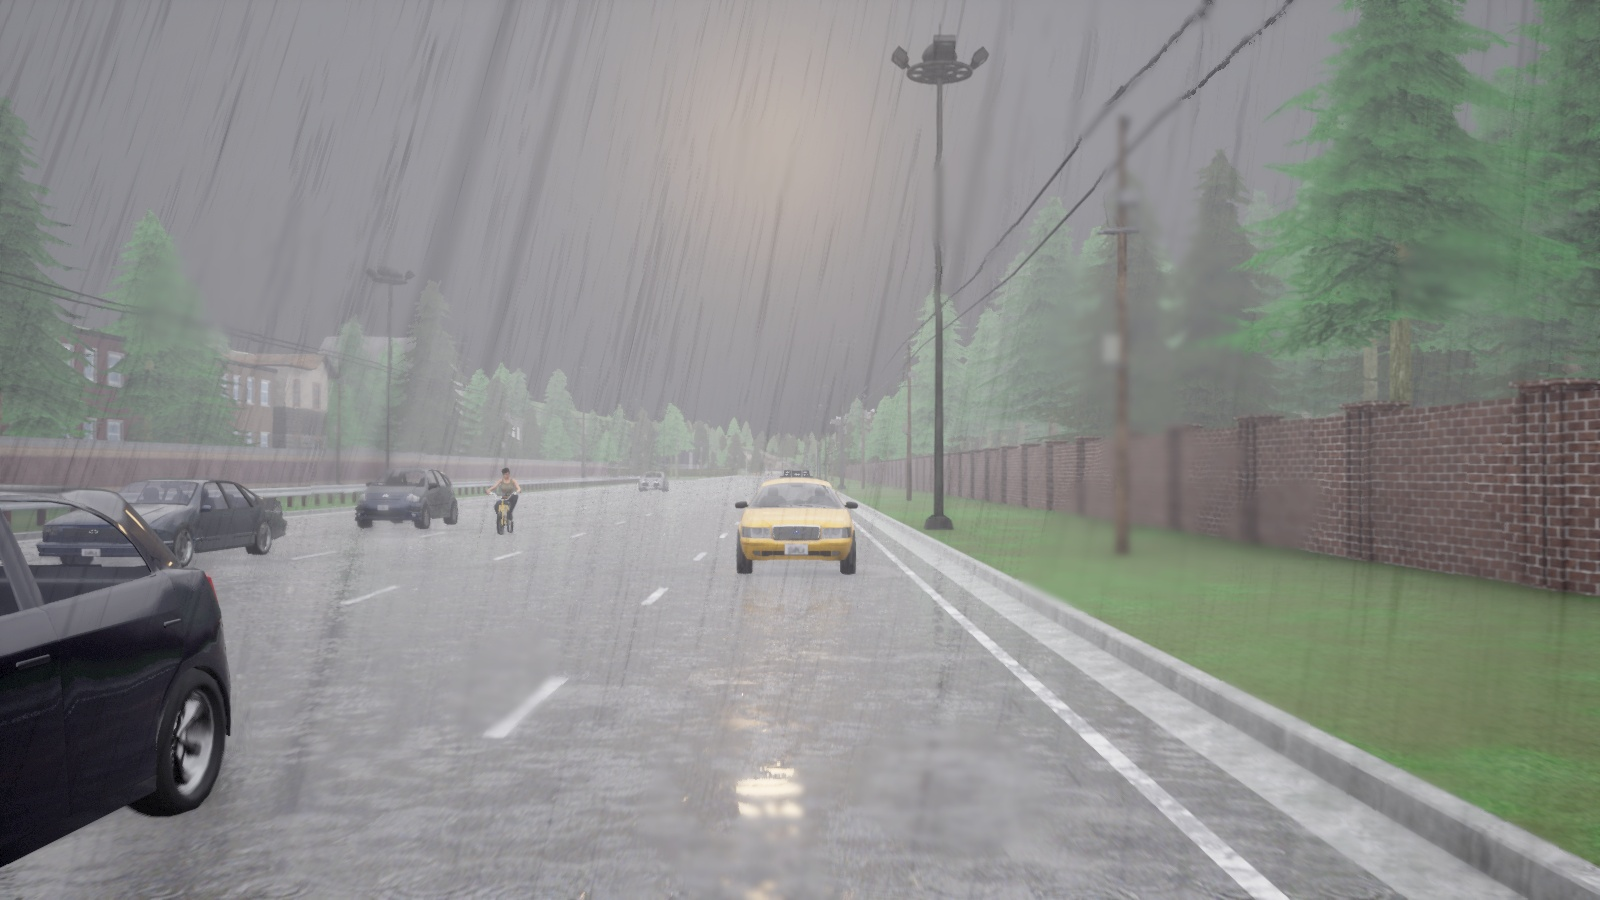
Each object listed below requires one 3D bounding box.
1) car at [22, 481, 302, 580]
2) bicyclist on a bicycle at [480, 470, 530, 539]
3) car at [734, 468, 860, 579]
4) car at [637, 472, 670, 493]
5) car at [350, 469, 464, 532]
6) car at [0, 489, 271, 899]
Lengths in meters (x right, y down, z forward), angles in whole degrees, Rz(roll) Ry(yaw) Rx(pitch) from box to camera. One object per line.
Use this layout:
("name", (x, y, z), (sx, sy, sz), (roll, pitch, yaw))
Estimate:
("car", (-10.551, 1.262, 21.352), (2.033, 1.411, 5.357), (0, -1, 0))
("bicyclist on a bicycle", (-7.073, 1.285, 30.182), (0.866, 1.612, 1.509), (0, -1, 0))
("car", (-0.050, 1.100, 20.697), (1.801, 1.575, 5.366), (0, -1, 0))
("car", (-10.721, 2.363, 92.012), (1.970, 1.475, 3.806), (0, -1, 0))
("car", (-10.582, 1.326, 34.079), (1.851, 1.617, 3.988), (0, -1, 0))
("car", (-3.510, 0.915, 4.324), (1.845, 1.501, 3.633), (0, -1, 0))
